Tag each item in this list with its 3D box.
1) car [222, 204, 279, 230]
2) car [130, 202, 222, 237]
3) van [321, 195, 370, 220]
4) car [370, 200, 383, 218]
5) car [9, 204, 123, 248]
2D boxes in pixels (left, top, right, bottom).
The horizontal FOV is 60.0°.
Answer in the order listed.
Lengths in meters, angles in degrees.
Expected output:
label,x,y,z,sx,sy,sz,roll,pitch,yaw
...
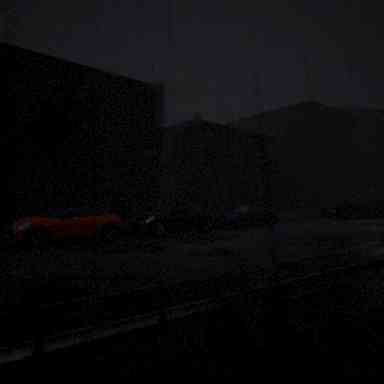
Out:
label,x,y,z,sx,sy,sz,roll,pitch,yaw
car,3.575,1.511,21.188,4.674,1.452,2.002,0,0,-36
car,-0.993,1.339,17.913,4.553,1.767,2.185,0,0,-36
van,12.460,1.258,27.557,4.442,1.987,1.878,0,0,-36
car,17.019,1.520,30.828,4.792,1.488,2.163,0,0,-36
car,-5.484,1.332,14.694,4.553,1.767,2.185,0,0,-36
